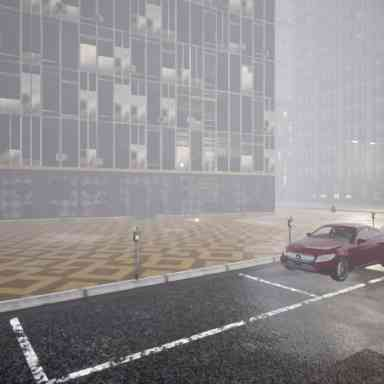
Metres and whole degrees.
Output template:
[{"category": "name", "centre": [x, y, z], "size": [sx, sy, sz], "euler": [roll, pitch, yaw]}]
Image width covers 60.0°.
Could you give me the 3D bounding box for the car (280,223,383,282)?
[{"category": "car", "centre": [4.404, 1.579, 9.712], "size": [4.206, 1.307, 1.802], "euler": [0, 0, -36]}]
